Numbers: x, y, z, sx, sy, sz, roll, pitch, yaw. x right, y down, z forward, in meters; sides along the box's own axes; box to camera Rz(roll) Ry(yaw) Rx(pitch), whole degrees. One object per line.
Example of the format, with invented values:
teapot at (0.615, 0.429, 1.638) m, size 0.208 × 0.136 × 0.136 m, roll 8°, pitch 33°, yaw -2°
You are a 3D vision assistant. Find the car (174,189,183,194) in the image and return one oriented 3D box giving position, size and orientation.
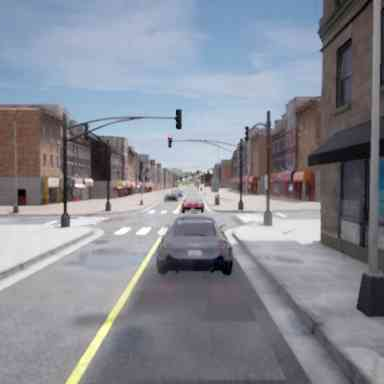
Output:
car at (-2.782, 0.201, 62.964) m, size 1.882 × 1.535 × 5.008 m, roll 0°, pitch 1°, yaw 1°

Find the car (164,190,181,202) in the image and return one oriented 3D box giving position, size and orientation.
car at (-2.841, 0.708, 45.891) m, size 1.895 × 1.301 × 4.718 m, roll 0°, pitch 1°, yaw 0°

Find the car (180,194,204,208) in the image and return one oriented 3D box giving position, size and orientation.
car at (0.077, 1.058, 29.605) m, size 1.895 × 1.301 × 4.718 m, roll 0°, pitch 1°, yaw 0°

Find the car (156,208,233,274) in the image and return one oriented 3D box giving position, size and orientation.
car at (0.087, 1.399, 9.969) m, size 1.994 × 1.385 × 4.181 m, roll 0°, pitch 1°, yaw 1°
